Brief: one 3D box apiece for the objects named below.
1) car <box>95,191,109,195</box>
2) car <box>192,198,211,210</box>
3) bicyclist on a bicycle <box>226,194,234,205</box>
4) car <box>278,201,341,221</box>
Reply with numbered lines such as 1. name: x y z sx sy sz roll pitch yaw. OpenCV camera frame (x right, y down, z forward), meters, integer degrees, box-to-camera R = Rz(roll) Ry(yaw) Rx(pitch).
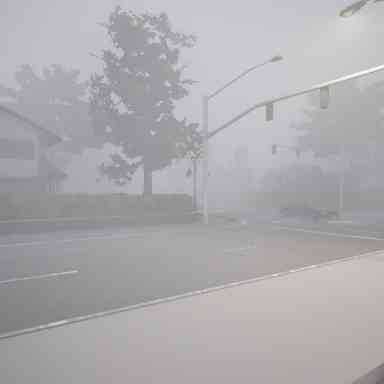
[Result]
1. car: -20.436 0.855 75.241 2.150 2.045 5.566 0 0 -36
2. car: 0.377 1.423 40.881 1.812 1.442 4.674 0 0 -36
3. bicyclist on a bicycle: 5.885 1.176 51.080 1.656 1.620 0.582 0 0 -36
4. car: 9.432 1.481 27.277 2.033 1.411 5.357 0 0 -25
